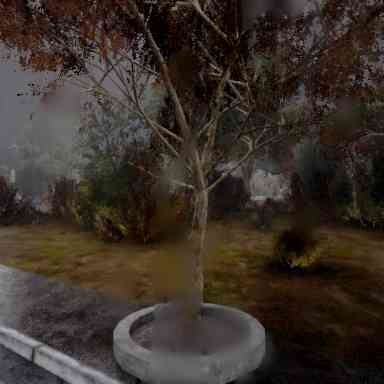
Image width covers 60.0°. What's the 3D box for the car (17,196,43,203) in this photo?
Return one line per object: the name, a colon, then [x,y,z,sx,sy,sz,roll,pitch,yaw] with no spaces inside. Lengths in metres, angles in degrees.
car: [-22.061,1.217,44.900,2.033,1.411,5.357,1,0,32]
